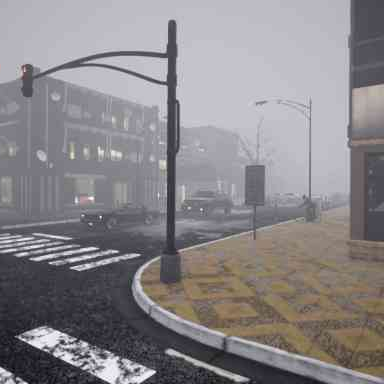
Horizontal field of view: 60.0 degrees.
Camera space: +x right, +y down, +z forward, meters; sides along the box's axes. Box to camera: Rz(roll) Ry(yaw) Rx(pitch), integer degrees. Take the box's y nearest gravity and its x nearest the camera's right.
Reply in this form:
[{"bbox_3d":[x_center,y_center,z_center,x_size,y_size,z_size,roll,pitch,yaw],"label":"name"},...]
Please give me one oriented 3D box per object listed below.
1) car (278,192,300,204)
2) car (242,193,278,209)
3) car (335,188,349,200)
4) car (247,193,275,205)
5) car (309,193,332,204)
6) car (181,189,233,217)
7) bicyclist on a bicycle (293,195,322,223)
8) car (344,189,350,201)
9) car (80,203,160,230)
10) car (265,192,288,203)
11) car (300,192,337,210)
[{"bbox_3d":[12.954,0.772,43.800,1.812,1.442,4.674,1,1,34],"label":"car"},{"bbox_3d":[7.081,1.014,35.388,1.895,1.301,4.718,1,1,35],"label":"car"},{"bbox_3d":[24.213,0.572,54.552,2.033,1.411,5.357,1,1,36],"label":"car"},{"bbox_3d":[8.863,0.821,42.620,1.887,1.381,4.507,2,2,35],"label":"car"},{"bbox_3d":[17.231,0.825,44.439,1.895,1.301,4.718,1,1,35],"label":"car"},{"bbox_3d":[1.370,0.798,27.139,2.150,2.045,5.566,1,1,35],"label":"car"},{"bbox_3d":[6.775,1.003,19.598,1.656,1.620,0.582,0,1,35],"label":"bicyclist on a bicycle"},{"bbox_3d":[25.412,0.619,51.686,1.887,1.381,4.507,2,2,35],"label":"car"},{"bbox_3d":[-4.072,1.334,19.299,1.895,1.301,4.718,1,1,35],"label":"car"},{"bbox_3d":[12.102,0.767,47.242,1.802,1.307,4.206,2,2,35],"label":"car"},{"bbox_3d":[12.650,0.993,33.068,2.008,1.369,4.403,2,2,35],"label":"car"}]
